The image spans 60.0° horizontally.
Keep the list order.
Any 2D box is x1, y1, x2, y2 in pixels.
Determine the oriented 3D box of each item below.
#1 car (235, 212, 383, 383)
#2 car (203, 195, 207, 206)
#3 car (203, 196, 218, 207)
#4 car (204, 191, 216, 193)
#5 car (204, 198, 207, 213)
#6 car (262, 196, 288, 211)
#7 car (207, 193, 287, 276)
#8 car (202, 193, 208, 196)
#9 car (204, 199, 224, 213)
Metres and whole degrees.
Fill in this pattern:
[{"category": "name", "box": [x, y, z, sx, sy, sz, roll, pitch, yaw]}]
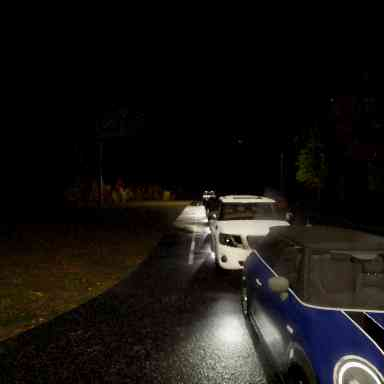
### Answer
[{"category": "car", "box": [1.940, 1.338, 4.143, 2.097, 1.767, 4.553, 0, 0, 0]}, {"category": "car", "box": [2.158, 1.322, 29.330, 1.882, 1.535, 5.008, 0, 0, 1]}, {"category": "car", "box": [2.646, 1.314, 47.994, 1.994, 1.385, 4.181, 0, 0, 2]}, {"category": "car", "box": [2.833, 0.938, 54.427, 2.150, 2.045, 5.566, 0, 0, 2]}, {"category": "car", "box": [2.012, 1.380, 23.076, 1.837, 1.490, 4.892, 0, 0, 1]}, {"category": "car", "box": [9.361, 1.281, 37.890, 1.882, 1.535, 5.008, 0, 0, 1]}, {"category": "car", "box": [1.727, 1.160, 10.489, 2.150, 2.045, 5.566, 0, 0, 1]}, {"category": "car", "box": [2.460, 1.275, 41.585, 2.128, 1.511, 4.902, 0, 0, 2]}, {"category": "car", "box": [2.303, 1.415, 35.419, 1.895, 1.301, 4.718, 0, 0, 1]}]
